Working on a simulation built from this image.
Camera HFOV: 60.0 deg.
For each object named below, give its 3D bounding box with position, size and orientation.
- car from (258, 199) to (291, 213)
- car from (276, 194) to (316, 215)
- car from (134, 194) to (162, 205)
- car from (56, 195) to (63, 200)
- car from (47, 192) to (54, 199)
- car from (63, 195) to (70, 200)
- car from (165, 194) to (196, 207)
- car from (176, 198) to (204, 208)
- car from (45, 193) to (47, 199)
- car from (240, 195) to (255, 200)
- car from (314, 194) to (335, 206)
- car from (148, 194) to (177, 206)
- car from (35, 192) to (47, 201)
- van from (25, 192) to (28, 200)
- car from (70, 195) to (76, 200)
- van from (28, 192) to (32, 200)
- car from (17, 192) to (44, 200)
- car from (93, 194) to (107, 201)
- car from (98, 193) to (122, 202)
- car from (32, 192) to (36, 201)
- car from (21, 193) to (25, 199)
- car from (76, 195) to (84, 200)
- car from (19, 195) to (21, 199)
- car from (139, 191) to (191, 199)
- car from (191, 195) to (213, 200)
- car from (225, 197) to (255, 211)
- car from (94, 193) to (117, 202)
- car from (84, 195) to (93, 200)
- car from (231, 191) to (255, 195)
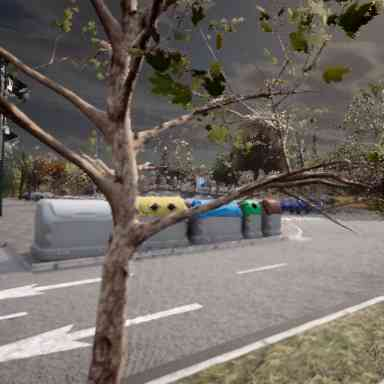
[{"bbox_3d":[10.056,1.763,40.383,2.231,1.521,4.892,1,-2,35],"label":"car"},{"bbox_3d":[11.791,1.510,37.931,2.435,2.045,5.566,1,-2,35],"label":"car"},{"bbox_3d":[-8.884,1.532,67.719,2.435,2.045,5.566,1,-2,35],"label":"car"},{"bbox_3d":[-16.560,1.207,48.711,1.946,1.575,5.366,1,-1,35],"label":"car"},{"bbox_3d":[-19.933,1.211,53.573,1.946,1.575,5.366,1,-1,35],"label":"car"},{"bbox_3d":[-14.766,1.212,46.431,2.097,1.535,5.008,0,-1,35],"label":"car"},{"bbox_3d":[-1.986,1.525,57.789,2.435,2.045,5.566,1,-2,35],"label":"car"},{"bbox_3d":[-0.309,1.801,55.248,2.163,1.488,4.792,1,-2,35],"label":"car"},{"bbox_3d":[-21.513,1.249,56.185,2.163,1.488,4.792,0,-1,35],"label":"car"},{"bbox_3d":[8.312,1.637,42.842,2.185,1.767,4.553,1,-2,35],"label":"car"},{"bbox_3d":[16.222,0.969,43.557,1.837,1.490,4.892,2,1,-35],"label":"car"},{"bbox_3d":[-5.475,1.526,62.705,2.435,2.045,5.566,1,-2,35],"label":"car"},{"bbox_3d":[-26.601,1.098,63.427,2.185,1.767,4.553,0,-1,35],"label":"car"},{"bbox_3d":[-33.395,1.001,73.077,1.878,1.987,4.442,1,-1,35],"label":"van"},{"bbox_3d":[-13.097,1.239,43.978,2.163,1.488,4.792,1,-1,35],"label":"car"},{"bbox_3d":[-31.708,1.000,70.646,1.878,1.987,4.442,1,-1,35],"label":"van"},{"bbox_3d":[-40.086,0.981,82.871,2.435,2.045,5.566,1,-1,35],"label":"car"},{"bbox_3d":[-8.042,1.078,36.691,2.185,1.767,4.553,0,-1,35],"label":"car"},{"bbox_3d":[-20.969,1.540,85.045,2.435,2.045,5.566,1,-2,35],"label":"car"},{"bbox_3d":[-28.275,1.227,65.886,2.231,1.521,4.892,1,-1,35],"label":"car"},{"bbox_3d":[-35.007,0.979,75.632,2.435,2.045,5.566,0,-1,35],"label":"car"},{"bbox_3d":[-11.397,1.209,41.569,2.231,1.521,4.892,0,-1,35],"label":"car"},{"bbox_3d":[-36.693,0.980,78.063,2.435,2.045,5.566,0,-1,35],"label":"car"},{"bbox_3d":[-2.967,0.947,29.398,2.435,2.045,5.566,1,-1,35],"label":"car"},{"bbox_3d":[1.428,1.519,52.774,2.435,2.045,5.566,1,-2,35],"label":"car"},{"bbox_3d":[6.629,1.642,45.372,2.185,1.767,4.553,1,-2,35],"label":"car"},{"bbox_3d":[-22.681,1.543,87.582,2.435,2.045,5.566,1,-2,35],"label":"car"},{"bbox_3d":[-9.611,1.206,39.299,1.946,1.575,5.366,0,-1,35],"label":"car"},{"bbox_3d":[8.377,0.010,55.006,1.837,1.490,4.892,2,3,-34],"label":"car"}]
